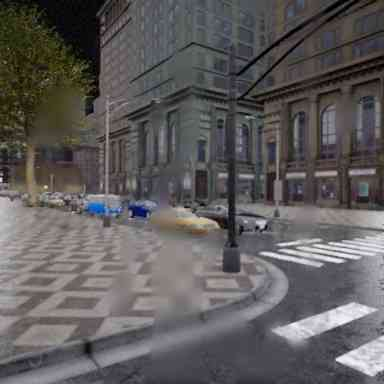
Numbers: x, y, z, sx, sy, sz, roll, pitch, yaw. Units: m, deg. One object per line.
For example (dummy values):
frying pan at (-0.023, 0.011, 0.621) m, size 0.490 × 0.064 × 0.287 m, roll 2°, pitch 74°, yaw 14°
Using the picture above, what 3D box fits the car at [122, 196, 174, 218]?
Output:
car at (-3.371, 1.333, 26.257) m, size 1.882 × 1.535 × 5.008 m, roll 0°, pitch 0°, yaw -35°

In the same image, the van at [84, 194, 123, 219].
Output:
van at (-7.068, 1.150, 26.895) m, size 1.690 × 1.788 × 3.998 m, roll 1°, pitch 0°, yaw -35°

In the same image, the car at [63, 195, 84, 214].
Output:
car at (-10.310, 1.289, 31.485) m, size 2.008 × 1.369 × 4.403 m, roll 1°, pitch 0°, yaw -35°

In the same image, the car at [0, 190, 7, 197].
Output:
car at (-42.701, 0.390, 77.382) m, size 1.967 × 1.590 × 4.097 m, roll 1°, pitch 0°, yaw -35°

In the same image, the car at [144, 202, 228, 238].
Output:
car at (-0.492, 1.457, 17.572) m, size 1.752 × 1.417 × 4.829 m, roll 1°, pitch 0°, yaw -35°

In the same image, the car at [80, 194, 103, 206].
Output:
car at (-14.403, 1.083, 47.440) m, size 1.812 × 1.442 × 4.674 m, roll 0°, pitch 1°, yaw -35°

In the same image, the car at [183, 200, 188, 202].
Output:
car at (-0.111, 1.426, 31.819) m, size 1.947 × 1.339 × 4.313 m, roll 1°, pitch 0°, yaw -35°

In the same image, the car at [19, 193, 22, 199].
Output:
car at (-26.507, 0.890, 54.435) m, size 2.008 × 1.369 × 4.403 m, roll 1°, pitch 0°, yaw -35°

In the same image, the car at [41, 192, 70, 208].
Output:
car at (-16.691, 1.110, 40.529) m, size 1.752 × 1.417 × 4.829 m, roll 1°, pitch 0°, yaw -35°

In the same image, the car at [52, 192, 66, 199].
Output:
car at (-29.262, 0.699, 73.122) m, size 1.887 × 1.381 × 4.507 m, roll 1°, pitch 0°, yaw -35°

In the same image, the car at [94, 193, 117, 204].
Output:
car at (-13.065, 0.992, 50.179) m, size 1.967 × 1.590 × 4.097 m, roll 1°, pitch 0°, yaw -35°

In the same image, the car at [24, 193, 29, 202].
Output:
car at (-23.268, 0.970, 49.846) m, size 2.008 × 1.369 × 4.403 m, roll 1°, pitch 0°, yaw -35°

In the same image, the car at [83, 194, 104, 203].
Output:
car at (-16.307, 1.021, 54.767) m, size 2.008 × 1.369 × 4.403 m, roll 1°, pitch 0°, yaw -35°

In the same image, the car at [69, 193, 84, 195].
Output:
car at (-15.151, 1.089, 43.027) m, size 1.837 × 1.490 × 4.892 m, roll 0°, pitch 1°, yaw -35°

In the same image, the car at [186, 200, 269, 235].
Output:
car at (2.069, 1.445, 18.559) m, size 2.128 × 1.511 × 4.902 m, roll 0°, pitch 0°, yaw -36°

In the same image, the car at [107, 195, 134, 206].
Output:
car at (-9.829, 1.185, 45.590) m, size 2.008 × 1.369 × 4.403 m, roll 1°, pitch 0°, yaw -35°

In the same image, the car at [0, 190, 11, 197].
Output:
car at (-45.940, 0.314, 81.971) m, size 1.967 × 1.590 × 4.097 m, roll 1°, pitch 0°, yaw -35°

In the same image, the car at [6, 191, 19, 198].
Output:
car at (-36.222, 0.543, 68.203) m, size 1.967 × 1.590 × 4.097 m, roll 1°, pitch 0°, yaw -35°

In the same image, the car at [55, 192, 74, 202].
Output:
car at (-22.773, 0.840, 59.283) m, size 2.128 × 1.511 × 4.902 m, roll 0°, pitch 1°, yaw -35°

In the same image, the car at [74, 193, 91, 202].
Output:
car at (-19.546, 0.972, 59.356) m, size 1.802 × 1.307 × 4.206 m, roll 1°, pitch 0°, yaw -35°

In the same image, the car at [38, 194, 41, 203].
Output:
car at (-20.028, 1.051, 45.256) m, size 2.008 × 1.369 × 4.403 m, roll 1°, pitch 0°, yaw -35°

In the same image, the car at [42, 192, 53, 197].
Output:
car at (-35.741, 0.583, 82.300) m, size 1.802 × 1.307 × 4.206 m, roll 1°, pitch 0°, yaw -35°

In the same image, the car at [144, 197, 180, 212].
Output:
car at (-3.349, 1.335, 36.408) m, size 1.887 × 1.381 × 4.507 m, roll 1°, pitch 0°, yaw -35°
